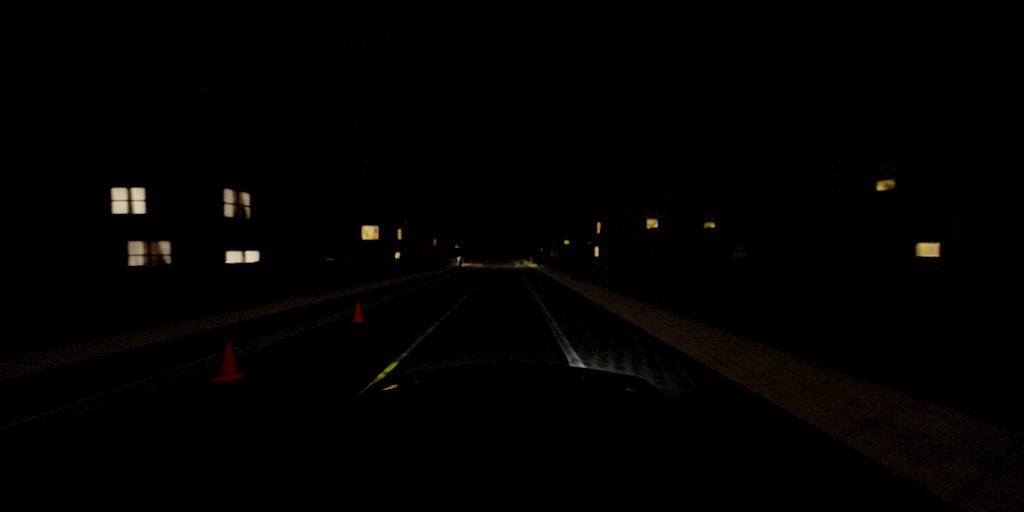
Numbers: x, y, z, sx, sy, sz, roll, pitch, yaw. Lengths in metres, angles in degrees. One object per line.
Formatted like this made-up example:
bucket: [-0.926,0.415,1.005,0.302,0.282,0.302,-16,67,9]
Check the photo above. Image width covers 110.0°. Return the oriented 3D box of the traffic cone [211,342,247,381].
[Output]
traffic cone: [-4.634,1.701,5.873,0.340,0.580,0.340,0,0,0]

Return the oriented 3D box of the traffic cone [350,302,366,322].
traffic cone: [-4.661,1.680,10.874,0.340,0.580,0.340,0,0,0]
